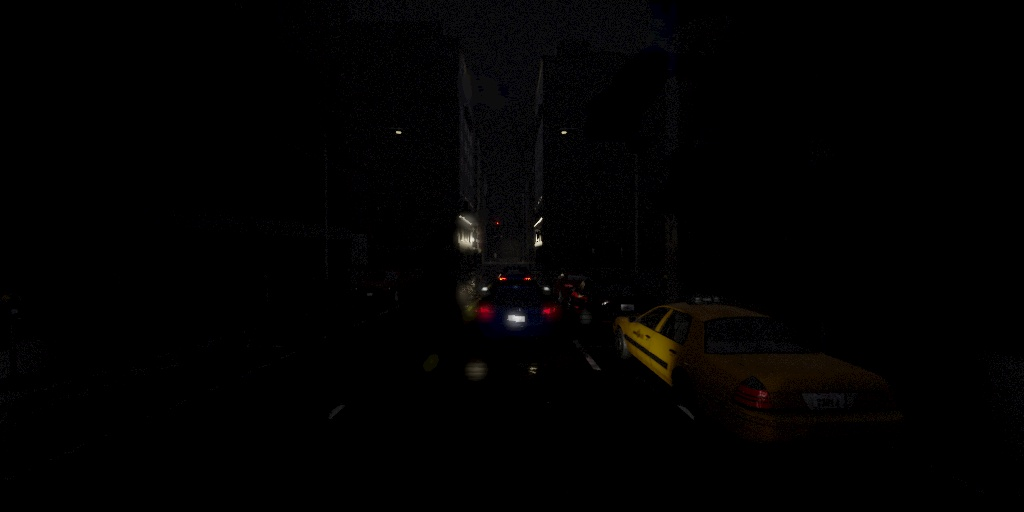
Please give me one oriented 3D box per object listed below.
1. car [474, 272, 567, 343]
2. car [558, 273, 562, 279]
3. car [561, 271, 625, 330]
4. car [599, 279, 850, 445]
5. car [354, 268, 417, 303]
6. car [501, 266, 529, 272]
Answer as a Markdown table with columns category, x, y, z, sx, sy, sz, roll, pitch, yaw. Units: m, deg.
| category | x | y | z | sx | sy | sz | roll | pitch | yaw |
| --- | --- | --- | --- | --- | --- | --- | --- | --- | --- |
| car | 0.101 | 1.312 | 9.649 | 1.994 | 1.385 | 4.181 | 0 | 0 | 0 |
| car | 2.876 | 1.327 | 16.551 | 1.802 | 1.307 | 4.207 | 0 | 0 | 0 |
| car | 2.875 | 1.313 | 10.965 | 1.948 | 1.339 | 4.313 | 0 | 0 | 0 |
| car | 2.874 | 1.274 | 5.549 | 1.751 | 1.417 | 4.829 | 0 | 0 | 0 |
| car | -5.669 | 1.290 | 16.549 | 1.888 | 1.381 | 4.507 | 0 | 0 | 0 |
| car | 0.104 | 1.270 | 19.664 | 1.812 | 1.442 | 4.674 | 0 | 0 | -2 |
